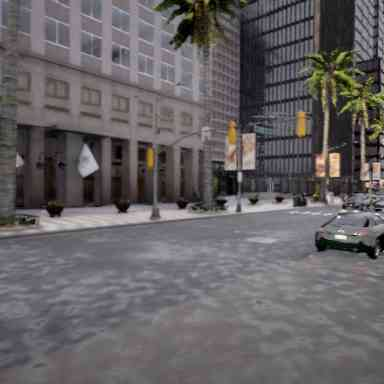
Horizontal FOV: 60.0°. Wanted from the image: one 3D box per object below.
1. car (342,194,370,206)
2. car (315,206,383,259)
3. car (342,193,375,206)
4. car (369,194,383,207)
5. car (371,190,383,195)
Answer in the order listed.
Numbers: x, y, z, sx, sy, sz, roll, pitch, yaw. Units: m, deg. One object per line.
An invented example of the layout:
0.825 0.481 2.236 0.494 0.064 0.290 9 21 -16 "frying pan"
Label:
22.694 1.017 45.943 2.161 1.482 4.786 1 1 41 "car"
6.198 1.427 12.329 1.994 1.385 4.181 1 1 42 "car"
17.757 1.176 35.847 1.994 1.385 4.181 1 1 42 "car"
19.375 1.229 32.418 2.033 1.411 5.357 1 1 42 "car"
24.037 0.790 42.696 2.150 2.045 5.566 1 1 42 "car"
